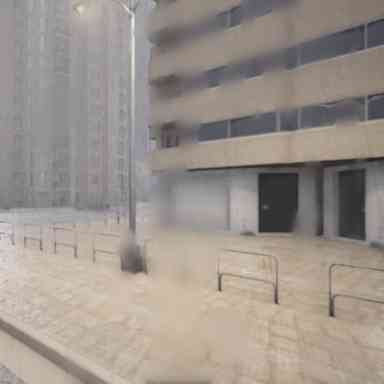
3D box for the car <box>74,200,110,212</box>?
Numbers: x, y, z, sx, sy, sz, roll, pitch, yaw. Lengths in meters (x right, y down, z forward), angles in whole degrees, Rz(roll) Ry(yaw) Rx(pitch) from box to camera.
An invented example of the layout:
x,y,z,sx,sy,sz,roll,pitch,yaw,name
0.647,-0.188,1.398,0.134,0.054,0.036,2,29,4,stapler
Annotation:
x,y,z,sx,sy,sz,roll,pitch,yaw,name
-13.329,1.827,44.401,1.837,1.490,4.892,0,0,39,car
